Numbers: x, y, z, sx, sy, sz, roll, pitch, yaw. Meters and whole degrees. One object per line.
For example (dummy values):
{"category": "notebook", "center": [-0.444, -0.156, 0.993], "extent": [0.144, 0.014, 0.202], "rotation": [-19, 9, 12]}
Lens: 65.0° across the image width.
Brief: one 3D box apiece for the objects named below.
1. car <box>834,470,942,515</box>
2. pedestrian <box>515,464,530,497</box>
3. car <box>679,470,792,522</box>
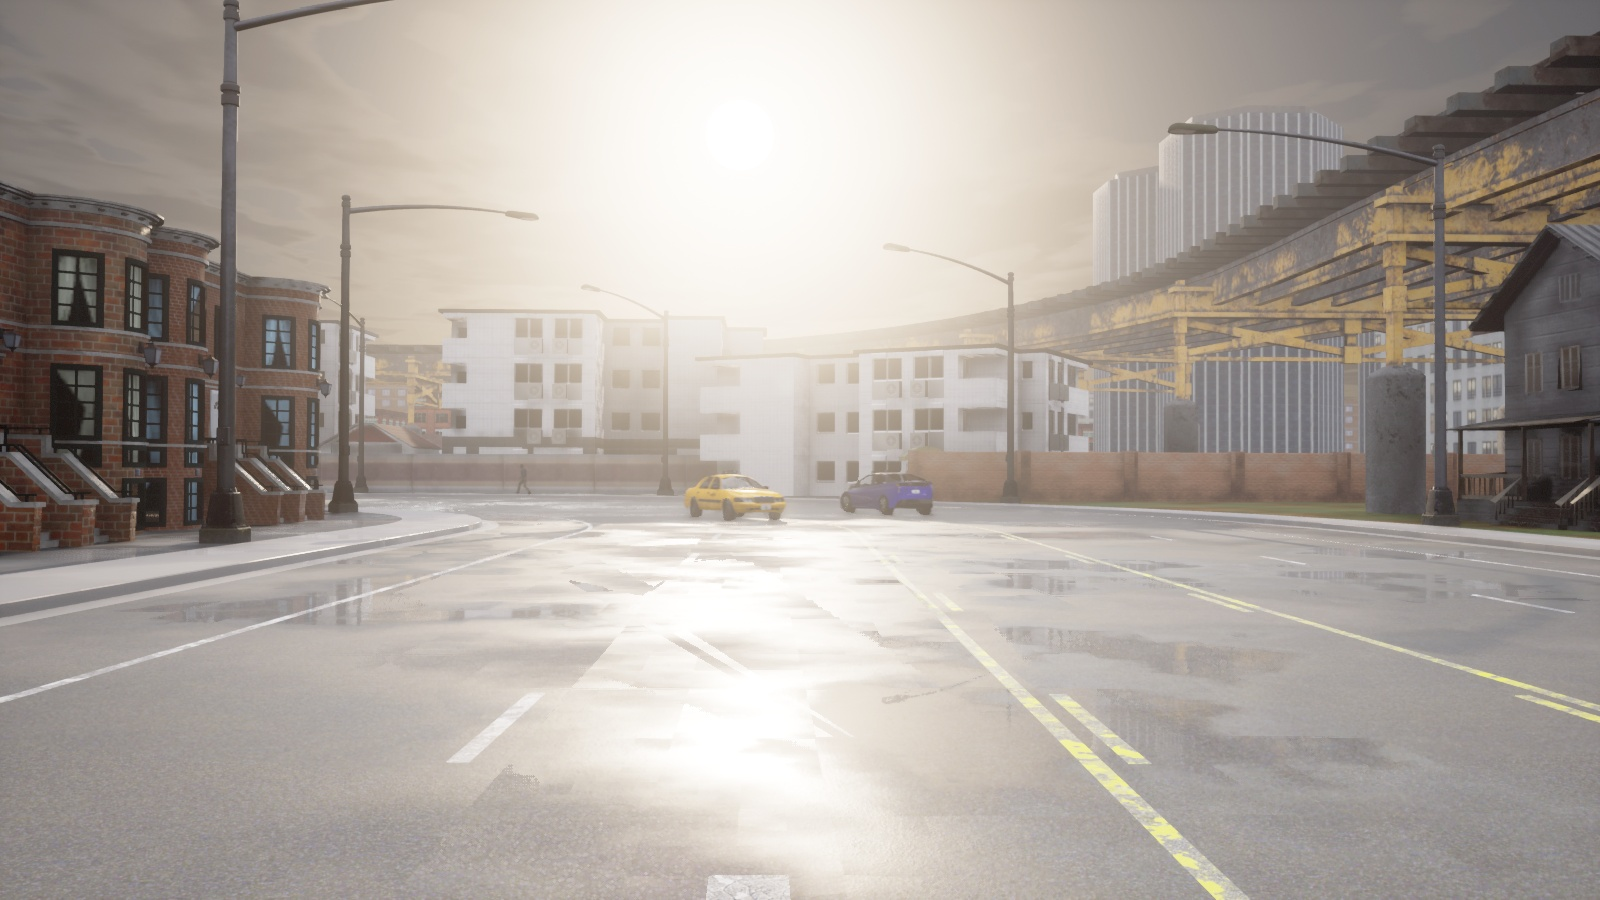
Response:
{"category": "car", "center": [3.138, 1.519, 45.971], "extent": [2.007, 1.525, 4.514], "rotation": [0, -1, -25]}
{"category": "pedestrian", "center": [-15.711, 1.722, 71.021], "extent": [0.726, 1.835, 0.370], "rotation": [0, -1, 16]}
{"category": "car", "center": [-2.195, 1.447, 40.879], "extent": [1.801, 1.575, 5.366], "rotation": [0, -1, -25]}
